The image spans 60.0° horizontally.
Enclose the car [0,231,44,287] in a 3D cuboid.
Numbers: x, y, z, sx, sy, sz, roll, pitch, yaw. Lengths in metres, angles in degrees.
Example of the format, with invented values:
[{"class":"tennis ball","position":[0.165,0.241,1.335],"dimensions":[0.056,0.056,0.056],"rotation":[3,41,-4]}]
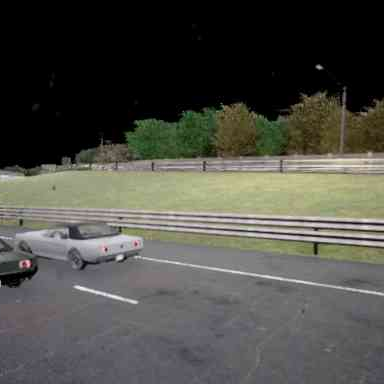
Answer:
[{"class":"car","position":[-5.906,1.654,8.193],"dimensions":[4.718,1.301,1.895],"rotation":[0,0,35]}]

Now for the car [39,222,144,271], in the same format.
[{"class":"car","position":[-3.938,1.654,11.089],"dimensions":[4.718,1.301,1.895],"rotation":[0,0,35]}]
